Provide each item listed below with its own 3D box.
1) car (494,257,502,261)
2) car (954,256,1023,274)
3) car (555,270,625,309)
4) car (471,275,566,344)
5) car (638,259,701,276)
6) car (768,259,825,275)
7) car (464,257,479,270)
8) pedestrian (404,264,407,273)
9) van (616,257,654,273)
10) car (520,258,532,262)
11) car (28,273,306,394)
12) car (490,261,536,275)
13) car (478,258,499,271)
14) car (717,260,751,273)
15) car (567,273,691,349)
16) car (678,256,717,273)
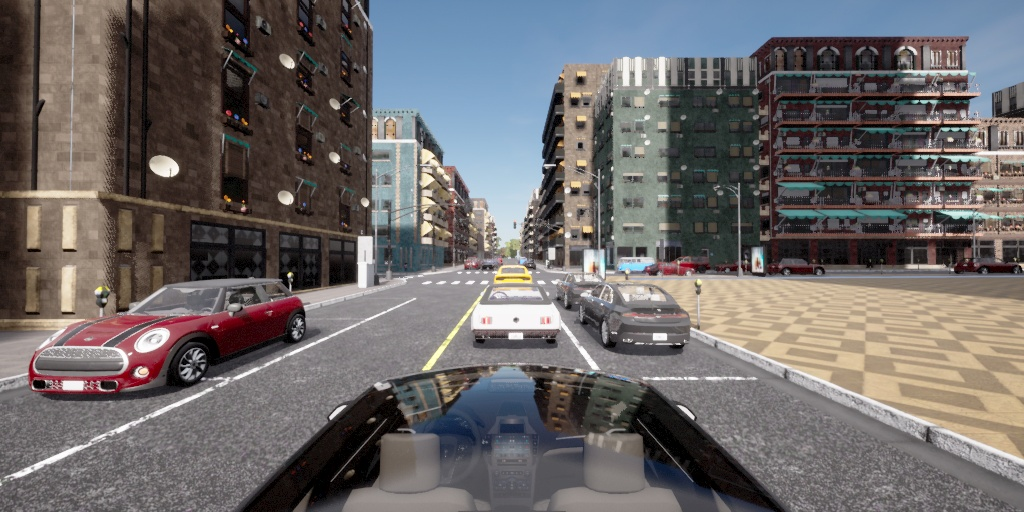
[{"bbox_3d":[-3.218,1.319,60.148,2.033,1.411,5.357,0,0,0],"label":"car"},{"bbox_3d":[41.277,0.812,31.089,4.097,1.591,1.967,0,0,0],"label":"car"},{"bbox_3d":[2.791,1.304,14.572,2.007,1.370,4.403,0,0,0],"label":"car"},{"bbox_3d":[0.081,1.353,9.585,1.895,1.301,4.718,0,0,0],"label":"car"},{"bbox_3d":[13.640,1.163,31.224,4.207,1.307,1.802,0,0,0],"label":"car"},{"bbox_3d":[24.696,0.936,31.170,4.097,1.591,1.967,0,0,0],"label":"car"},{"bbox_3d":[-5.807,1.083,52.785,2.192,1.841,5.009,0,0,0],"label":"car"},{"bbox_3d":[-12.623,1.097,42.694,0.375,1.860,0.375,0,0,0],"label":"pedestrian"},{"bbox_3d":[13.683,1.046,39.604,3.998,1.789,1.690,0,0,0],"label":"van"},{"bbox_3d":[2.574,1.334,52.764,1.948,1.339,4.313,0,0,0],"label":"car"},{"bbox_3d":[-5.830,1.191,6.747,1.967,1.591,4.097,0,0,0],"label":"car"},{"bbox_3d":[0.053,1.233,19.038,1.882,1.535,5.008,0,0,0],"label":"car"},{"bbox_3d":[-3.228,1.368,50.455,1.895,1.301,4.718,0,0,1],"label":"car"},{"bbox_3d":[24.739,1.165,39.550,4.507,1.381,1.888,0,0,0],"label":"car"},{"bbox_3d":[2.804,1.303,9.002,2.007,1.370,4.403,0,0,0],"label":"car"},{"bbox_3d":[19.211,0.977,39.577,5.009,1.841,2.192,0,0,0],"label":"car"}]
